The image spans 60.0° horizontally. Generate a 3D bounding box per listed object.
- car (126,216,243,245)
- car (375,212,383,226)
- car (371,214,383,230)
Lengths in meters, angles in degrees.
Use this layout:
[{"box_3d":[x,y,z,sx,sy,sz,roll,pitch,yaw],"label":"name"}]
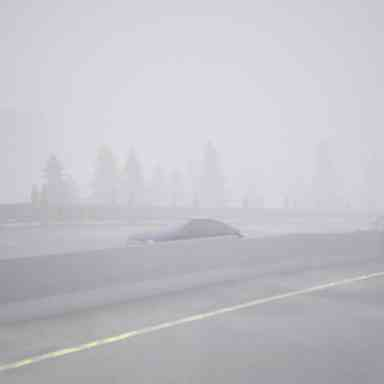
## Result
[{"box_3d":[-0.126,1.645,12.495,4.674,1.442,1.812,2,-1,-35],"label":"car"},{"box_3d":[23.071,3.068,37.579,4.902,1.511,2.128,3,-2,-35],"label":"car"},{"box_3d":[17.969,2.534,29.666,4.553,1.767,2.097,3,-2,-35],"label":"car"}]
